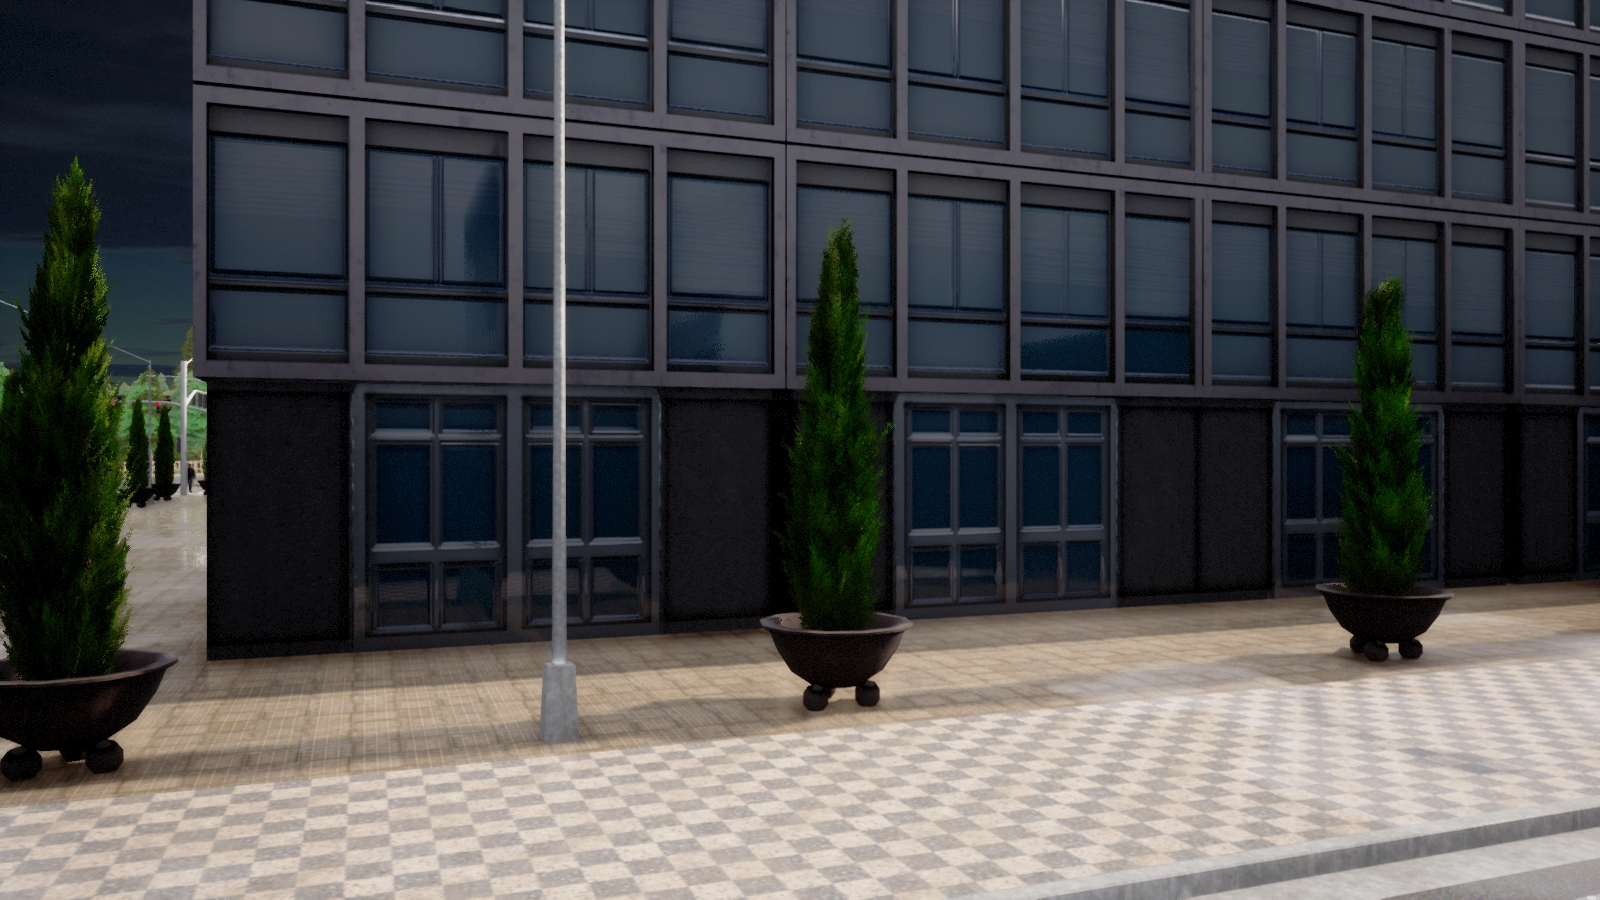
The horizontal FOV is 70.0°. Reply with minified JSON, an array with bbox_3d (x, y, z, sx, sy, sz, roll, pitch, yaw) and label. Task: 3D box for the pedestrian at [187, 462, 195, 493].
[{"bbox_3d":[-36.929,1.673,69.254,0.375,1.860,0.375,0,0,-20],"label":"pedestrian"}]
